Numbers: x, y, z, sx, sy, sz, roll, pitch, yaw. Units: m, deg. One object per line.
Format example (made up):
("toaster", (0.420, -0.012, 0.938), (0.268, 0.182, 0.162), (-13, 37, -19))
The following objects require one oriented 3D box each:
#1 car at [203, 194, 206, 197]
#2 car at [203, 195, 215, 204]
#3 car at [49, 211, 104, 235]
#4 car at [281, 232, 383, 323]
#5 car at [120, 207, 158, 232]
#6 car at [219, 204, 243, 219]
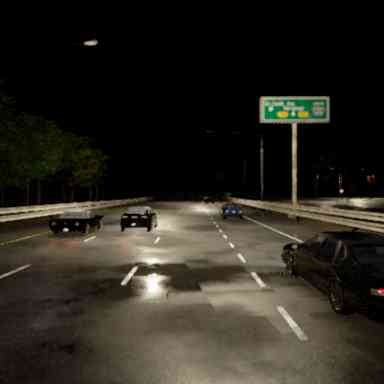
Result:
("car", (4.318, 1.937, 86.659), (1.837, 1.490, 4.892), (0, 0, 1))
("car", (4.127, 1.926, 75.689), (1.837, 1.490, 4.892), (0, 0, 1))
("car", (-6.849, 1.787, 20.327), (1.895, 1.301, 4.718), (0, 0, 0))
("car", (3.610, 1.622, 7.606), (2.033, 1.411, 5.357), (0, -1, 0))
("car", (-3.342, 1.688, 21.596), (2.128, 1.511, 4.902), (0, 0, 0))
("car", (3.718, 1.824, 31.961), (2.033, 1.411, 5.357), (0, 0, 0))
